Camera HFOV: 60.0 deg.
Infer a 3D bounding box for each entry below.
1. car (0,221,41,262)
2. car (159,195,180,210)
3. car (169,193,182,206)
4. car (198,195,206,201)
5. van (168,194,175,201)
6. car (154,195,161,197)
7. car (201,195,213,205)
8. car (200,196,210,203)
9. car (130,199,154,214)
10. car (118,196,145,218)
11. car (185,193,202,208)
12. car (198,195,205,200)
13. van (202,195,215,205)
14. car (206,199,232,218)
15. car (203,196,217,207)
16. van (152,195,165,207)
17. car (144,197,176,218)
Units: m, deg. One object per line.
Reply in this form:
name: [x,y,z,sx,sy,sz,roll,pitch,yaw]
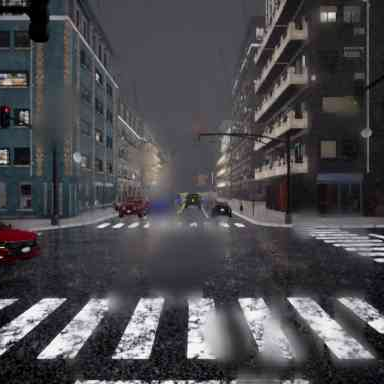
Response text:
car: [-7.427,1.547,11.220,5.008,1.535,1.882,-1,-1,22]
car: [-2.806,1.496,40.649,1.837,1.490,4.892,0,0,0]
car: [-2.778,1.206,53.832,2.150,2.045,5.566,0,0,0]
car: [2.653,1.504,85.852,1.887,1.381,4.507,0,0,0]
van: [-5.226,1.301,85.859,1.690,1.788,3.998,0,0,0]
car: [-5.266,1.533,46.995,1.887,1.381,4.507,0,0,0]
car: [2.626,1.422,58.091,1.967,1.590,4.097,0,0,0]
car: [2.637,1.525,69.196,2.008,1.369,4.403,0,0,0]
car: [-5.278,1.538,35.891,1.887,1.381,4.507,0,0,0]
car: [-5.283,1.311,30.339,2.192,1.841,5.009,0,0,0]
car: [0.148,1.209,47.514,2.150,2.045,5.566,0,0,0]
car: [2.659,1.499,91.404,1.887,1.381,4.507,0,0,0]
van: [2.615,1.329,46.988,1.690,1.788,3.998,0,0,0]
car: [2.597,1.562,30.332,1.947,1.339,4.313,0,0,0]
car: [2.608,1.573,41.436,1.802,1.307,4.206,0,0,0]
van: [-5.260,1.326,52.547,1.690,1.788,3.998,0,0,0]
car: [-2.822,1.473,30.279,1.882,1.535,5.008,0,0,0]
